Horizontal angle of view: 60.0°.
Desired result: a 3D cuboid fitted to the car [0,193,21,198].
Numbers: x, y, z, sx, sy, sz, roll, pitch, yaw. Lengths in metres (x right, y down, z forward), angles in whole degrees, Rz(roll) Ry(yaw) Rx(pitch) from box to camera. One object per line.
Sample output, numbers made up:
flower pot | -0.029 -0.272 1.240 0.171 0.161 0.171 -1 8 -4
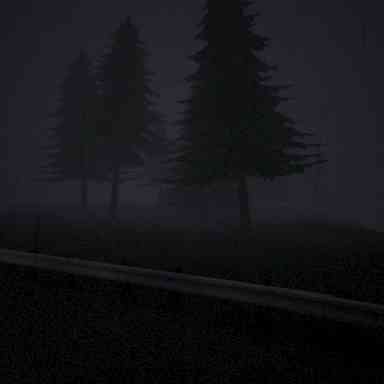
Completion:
car | -39.025 1.225 71.233 2.150 2.045 5.566 0 0 5
